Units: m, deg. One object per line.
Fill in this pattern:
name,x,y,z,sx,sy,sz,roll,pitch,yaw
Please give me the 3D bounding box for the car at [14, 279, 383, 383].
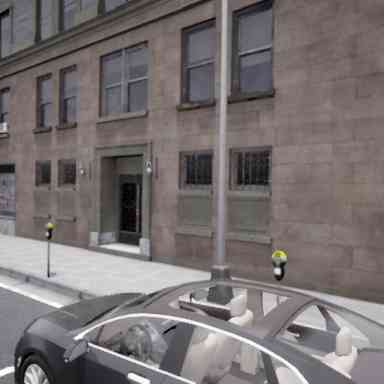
car,0.099,1.525,3.011,4.403,1.369,2.008,1,1,36
